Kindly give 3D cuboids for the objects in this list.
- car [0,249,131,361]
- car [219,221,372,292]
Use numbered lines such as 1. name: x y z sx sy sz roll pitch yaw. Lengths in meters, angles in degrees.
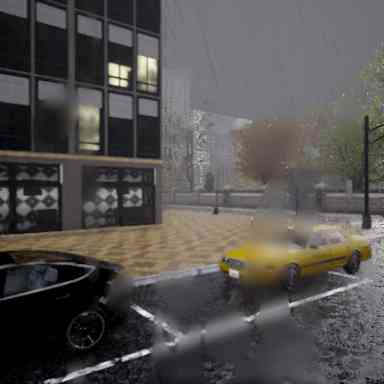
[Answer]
1. car: -2.964 1.565 4.542 4.313 1.339 1.947 -1 1 -36
2. car: 2.896 1.472 8.783 4.829 1.417 1.752 -1 1 -36
